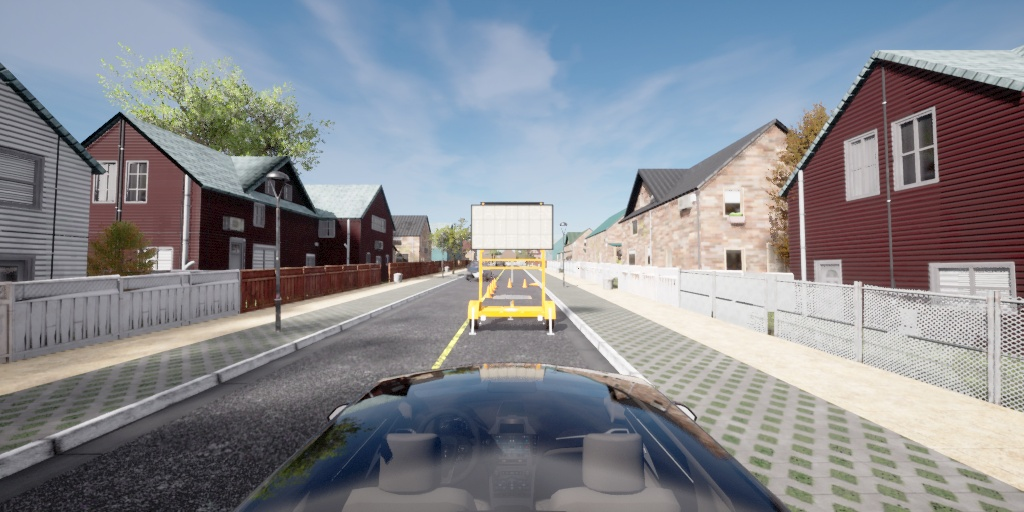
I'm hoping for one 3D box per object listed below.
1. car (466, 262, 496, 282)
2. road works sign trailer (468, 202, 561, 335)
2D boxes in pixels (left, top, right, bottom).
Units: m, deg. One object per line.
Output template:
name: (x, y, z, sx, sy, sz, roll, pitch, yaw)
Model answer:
car: (-2.723, 1.327, 30.160, 2.128, 1.511, 4.902, 0, 0, 0)
road works sign trailer: (0.005, 0.227, 10.558, 2.380, 3.560, 2.880, 0, 0, 1)
